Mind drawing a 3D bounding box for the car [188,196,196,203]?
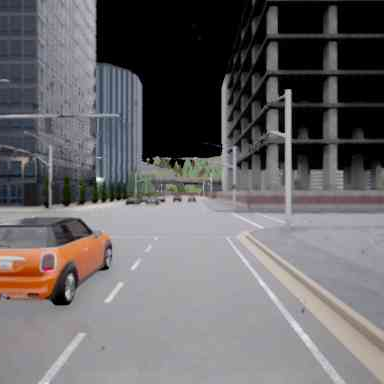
[{"bbox_3d":[-0.007,1.713,77.669,2.128,1.511,4.902,0,0,0],"label":"car"}]

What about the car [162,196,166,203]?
[{"bbox_3d":[-7.007,1.661,75.026,1.882,1.535,5.008,0,0,0],"label":"car"}]

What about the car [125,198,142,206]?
[{"bbox_3d":[-10.535,1.693,59.382,2.033,1.411,5.357,0,0,1],"label":"car"}]

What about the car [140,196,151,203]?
[{"bbox_3d":[-10.507,1.684,74.889,1.837,1.490,4.892,0,0,0],"label":"car"}]

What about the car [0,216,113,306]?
[{"bbox_3d":[-3.438,1.373,8.251,2.097,1.767,4.553,0,0,0],"label":"car"}]

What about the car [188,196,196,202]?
[{"bbox_3d":[-0.008,1.791,86.774,1.895,1.301,4.718,0,0,0],"label":"car"}]

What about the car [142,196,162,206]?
[{"bbox_3d":[-7.046,1.498,59.558,2.097,1.767,4.553,0,0,1],"label":"car"}]

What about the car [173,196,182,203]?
[{"bbox_3d":[-3.507,1.688,77.670,1.837,1.490,4.892,0,0,0],"label":"car"}]

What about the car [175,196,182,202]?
[{"bbox_3d":[-3.508,1.720,86.744,1.812,1.442,4.674,0,0,0],"label":"car"}]
